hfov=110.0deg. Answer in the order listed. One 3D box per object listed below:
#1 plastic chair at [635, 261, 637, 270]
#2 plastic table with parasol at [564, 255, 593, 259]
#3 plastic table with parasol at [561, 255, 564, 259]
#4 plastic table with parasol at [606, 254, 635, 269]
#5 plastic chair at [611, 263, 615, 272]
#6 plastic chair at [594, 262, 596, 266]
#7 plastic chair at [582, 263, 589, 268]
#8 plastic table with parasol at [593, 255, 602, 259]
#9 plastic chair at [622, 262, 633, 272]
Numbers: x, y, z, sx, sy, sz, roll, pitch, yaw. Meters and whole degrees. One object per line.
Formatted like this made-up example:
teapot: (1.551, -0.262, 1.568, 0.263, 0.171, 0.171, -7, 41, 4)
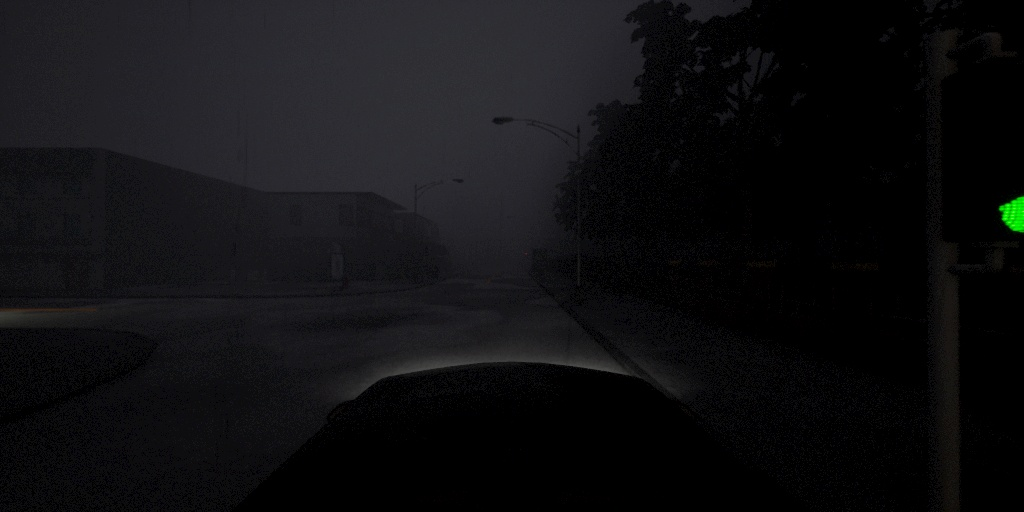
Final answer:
plastic chair: (18.629, 1.464, 54.348, 0.750, 1.272, 0.730, 0, 0, -39)
plastic table with parasol: (9.956, 0.984, 53.634, 2.482, 2.480, 2.482, 0, 0, -40)
plastic table with parasol: (10.664, 1.053, 62.076, 2.482, 2.480, 2.482, 0, 0, -40)
plastic table with parasol: (15.277, 0.978, 50.897, 2.482, 2.480, 2.482, 0, 0, -40)
plastic chair: (14.303, 1.585, 49.995, 0.730, 1.272, 0.750, 0, 0, -35)
plastic chair: (13.700, 1.631, 58.223, 0.730, 1.272, 0.750, 0, 0, -35)
plastic chair: (10.689, 1.604, 52.638, 0.750, 1.272, 0.730, 0, 0, -40)
plastic table with parasol: (14.652, 1.004, 59.111, 2.482, 2.480, 2.482, 0, 0, -42)
plastic chair: (16.010, 1.574, 49.899, 0.750, 1.272, 0.730, 0, 0, -40)
